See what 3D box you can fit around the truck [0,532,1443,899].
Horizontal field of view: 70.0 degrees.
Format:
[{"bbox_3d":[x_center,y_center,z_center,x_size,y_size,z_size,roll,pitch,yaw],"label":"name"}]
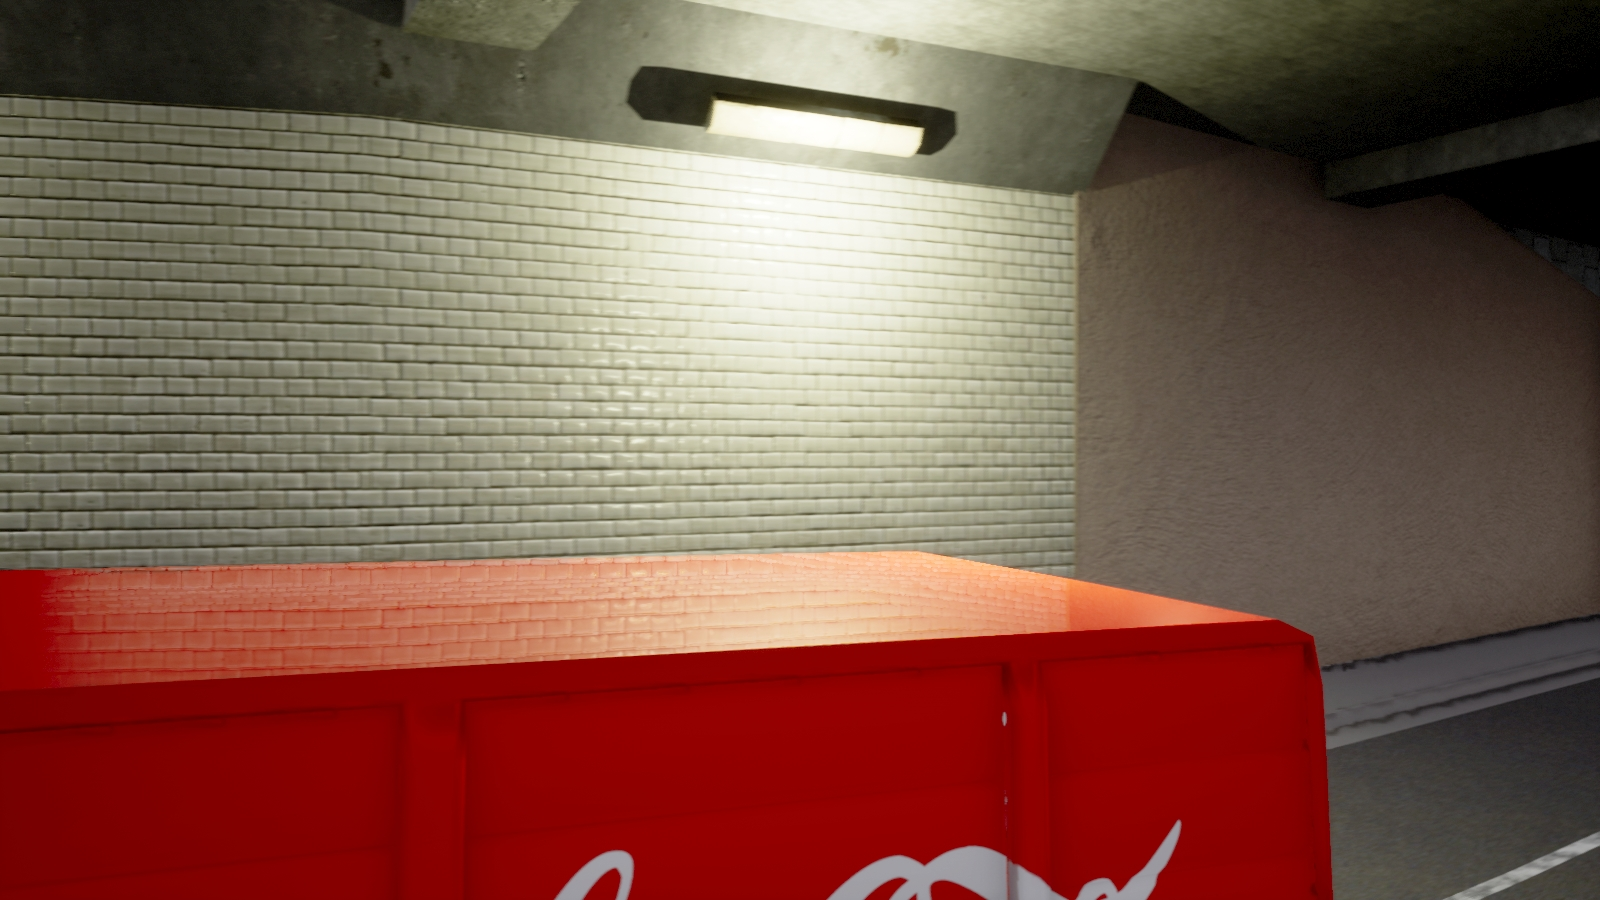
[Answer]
[{"bbox_3d":[-1.592,1.573,2.647,5.204,2.467,2.627,0,0,-20],"label":"truck"}]
